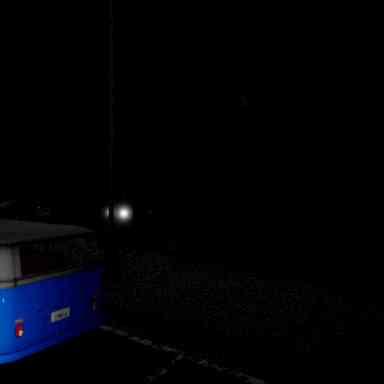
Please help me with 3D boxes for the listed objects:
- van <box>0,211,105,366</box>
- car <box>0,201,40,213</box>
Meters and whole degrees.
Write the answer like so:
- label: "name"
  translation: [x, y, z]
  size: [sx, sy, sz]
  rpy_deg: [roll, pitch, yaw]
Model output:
- label: "van"
  translation: [-3.196, 1.340, 5.357]
  size: [3.998, 1.788, 1.690]
  rpy_deg: [0, 0, 36]
- label: "car"
  translation: [-15.406, 1.516, 28.504]
  size: [1.812, 1.442, 4.674]
  rpy_deg: [0, 0, 33]
